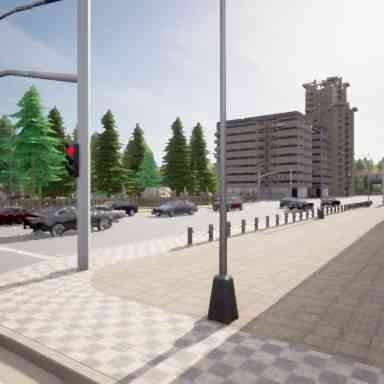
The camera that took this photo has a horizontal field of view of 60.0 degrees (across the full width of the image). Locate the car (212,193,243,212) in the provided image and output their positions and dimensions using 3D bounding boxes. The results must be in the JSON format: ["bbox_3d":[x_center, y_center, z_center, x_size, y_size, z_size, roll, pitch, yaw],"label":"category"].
[{"bbox_3d":[4.304,1.352,39.699,2.097,1.767,4.553,0,0,36],"label":"car"}]

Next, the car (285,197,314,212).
[{"bbox_3d":[13.093,1.601,39.659,1.895,1.301,4.718,0,0,35],"label":"car"}]

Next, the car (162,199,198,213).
[{"bbox_3d":[-1.298,1.564,37.891,1.994,1.385,4.181,0,0,35],"label":"car"}]

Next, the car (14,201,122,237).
[{"bbox_3d":[-6.545,1.491,18.126,2.128,1.511,4.902,0,0,36],"label":"car"}]

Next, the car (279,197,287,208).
[{"bbox_3d":[13.834,1.505,46.736,1.837,1.490,4.892,0,0,36],"label":"car"}]

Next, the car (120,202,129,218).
[{"bbox_3d":[-7.103,1.601,23.703,1.895,1.301,4.718,0,0,35],"label":"car"}]

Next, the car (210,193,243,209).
[{"bbox_3d":[4.951,1.221,46.594,2.150,2.045,5.566,0,0,36],"label":"car"}]

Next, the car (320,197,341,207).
[{"bbox_3d":[21.529,1.547,51.572,2.033,1.411,5.357,0,0,38],"label":"car"}]

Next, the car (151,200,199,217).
[{"bbox_3d":[-1.502,1.547,31.563,2.033,1.411,5.357,0,0,36],"label":"car"}]

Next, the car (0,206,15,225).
[{"bbox_3d":[-12.527,1.601,22.200,1.895,1.301,4.718,0,0,37],"label":"car"}]

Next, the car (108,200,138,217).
[{"bbox_3d":[-7.044,1.478,29.821,1.882,1.535,5.008,0,0,36],"label":"car"}]
